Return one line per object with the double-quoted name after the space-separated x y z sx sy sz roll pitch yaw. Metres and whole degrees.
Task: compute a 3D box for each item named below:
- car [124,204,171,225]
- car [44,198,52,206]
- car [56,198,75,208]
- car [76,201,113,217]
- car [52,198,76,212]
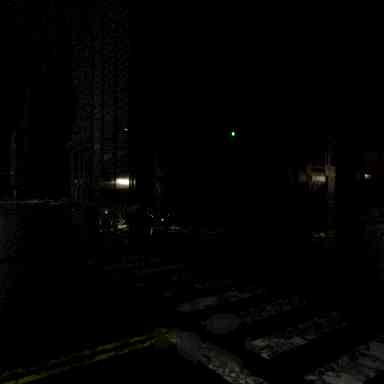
-3.386 1.608 24.331 1.812 1.442 4.674 1 -1 -37 "car"
-26.468 1.803 62.431 2.128 1.511 4.902 1 -1 -36 "car"
-20.676 1.790 54.255 1.812 1.442 4.674 1 -1 -35 "car"
-9.327 1.620 32.701 2.128 1.511 4.902 1 -1 -35 "car"
-15.470 1.724 41.395 2.033 1.411 5.357 1 -1 -34 "car"
